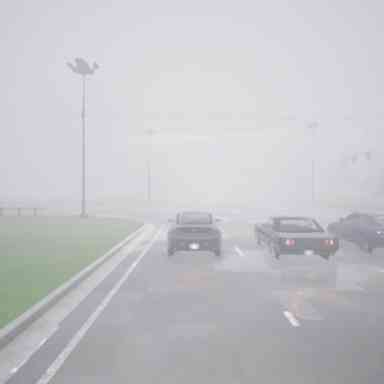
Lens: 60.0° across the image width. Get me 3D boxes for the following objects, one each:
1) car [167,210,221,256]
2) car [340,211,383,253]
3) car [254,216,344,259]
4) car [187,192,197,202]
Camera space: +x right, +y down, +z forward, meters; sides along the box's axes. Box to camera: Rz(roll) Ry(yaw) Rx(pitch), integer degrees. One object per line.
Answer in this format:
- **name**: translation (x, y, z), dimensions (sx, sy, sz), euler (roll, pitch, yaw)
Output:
- **car**: translation (0.085, 1.458, 12.896), dimensions (1.837, 1.490, 4.892), euler (0, 0, 0)
- **car**: translation (7.086, 1.477, 13.275), dimensions (1.812, 1.442, 4.674), euler (0, 0, 0)
- **car**: translation (3.585, 1.556, 12.394), dimensions (1.895, 1.301, 4.718), euler (0, 0, 0)
- **car**: translation (0.004, 1.229, 68.796), dimensions (1.882, 1.535, 5.008), euler (0, 0, 0)
